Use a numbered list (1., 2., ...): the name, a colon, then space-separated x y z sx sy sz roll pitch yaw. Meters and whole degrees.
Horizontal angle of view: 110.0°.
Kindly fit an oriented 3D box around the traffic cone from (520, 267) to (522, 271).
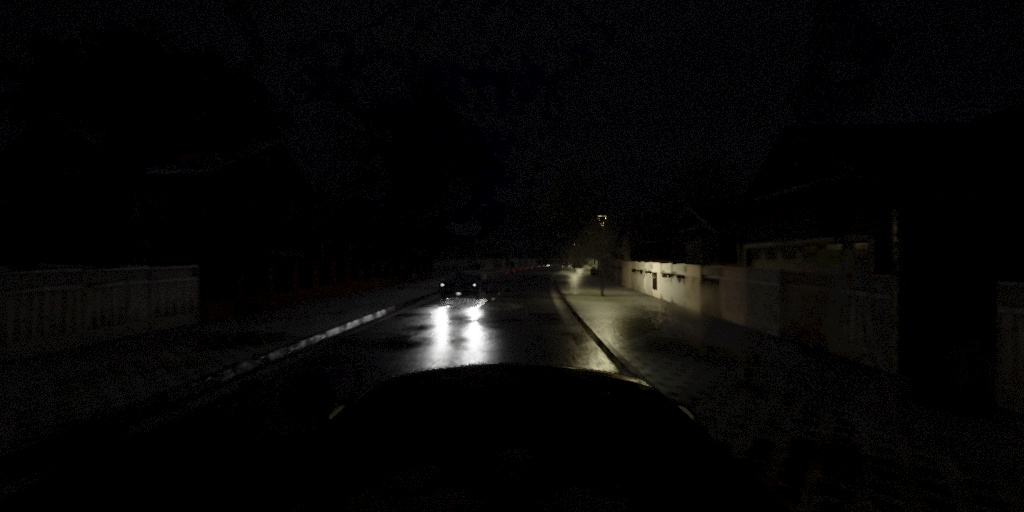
1. traffic cone: 1.219 1.787 50.685 0.340 0.580 0.340 0 0 12

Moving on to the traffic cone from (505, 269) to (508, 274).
1. traffic cone: -0.623 1.761 40.752 0.340 0.580 0.340 0 0 9

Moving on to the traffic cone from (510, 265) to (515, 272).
1. traffic cone: 0.247 1.773 45.728 0.340 0.580 0.340 0 0 11

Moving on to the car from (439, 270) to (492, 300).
1. car: -2.218 1.359 17.983 1.895 1.301 4.718 0 0 4

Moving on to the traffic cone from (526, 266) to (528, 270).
1. traffic cone: 2.293 1.804 55.620 0.340 0.580 0.340 0 0 13

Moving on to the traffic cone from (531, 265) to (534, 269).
1. traffic cone: 3.468 1.822 60.534 0.340 0.580 0.340 0 0 14
